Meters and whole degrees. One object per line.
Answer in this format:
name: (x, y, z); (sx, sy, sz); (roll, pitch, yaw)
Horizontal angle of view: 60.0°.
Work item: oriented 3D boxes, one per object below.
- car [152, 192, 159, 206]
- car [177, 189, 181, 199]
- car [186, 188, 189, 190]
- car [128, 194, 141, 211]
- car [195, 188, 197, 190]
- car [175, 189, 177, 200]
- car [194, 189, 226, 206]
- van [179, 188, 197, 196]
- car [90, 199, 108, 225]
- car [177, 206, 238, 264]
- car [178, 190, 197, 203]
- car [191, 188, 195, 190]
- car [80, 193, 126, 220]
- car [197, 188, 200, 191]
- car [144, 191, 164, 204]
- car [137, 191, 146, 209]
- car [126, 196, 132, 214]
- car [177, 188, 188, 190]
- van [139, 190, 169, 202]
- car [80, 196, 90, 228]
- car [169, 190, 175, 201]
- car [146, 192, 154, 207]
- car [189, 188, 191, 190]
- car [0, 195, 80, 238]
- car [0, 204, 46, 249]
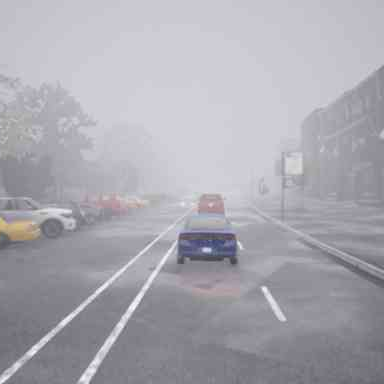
car: (-6.918, 1.092, 40.219); (5.008, 1.535, 2.097); (-1, 2, -15)
car: (-5.075, 0.700, 57.946); (5.008, 1.535, 2.097); (-1, 1, -14)
car: (-3.584, 0.331, 69.739); (4.553, 1.767, 2.185); (-1, 1, -13)
car: (-7.686, 1.292, 31.342); (5.008, 1.535, 2.097); (-1, 1, -16)
car: (-1.961, 0.268, 81.506); (4.674, 1.452, 2.002); (-1, 1, -12)
car: (-5.386, 0.638, 54.996); (4.553, 1.767, 2.185); (-1, 1, -14)
car: (1.686, 1.090, 28.681); (2.150, 2.045, 5.566); (0, 1, 5)
van: (-0.951, -0.109, 87.399); (4.442, 1.987, 1.878); (-1, 1, -11)
car: (-8.378, 1.471, 22.434); (4.792, 1.488, 2.163); (-1, 1, -16)
car: (0.581, 1.506, 12.058); (1.882, 1.535, 5.008); (0, 0, 4)
car: (-0.522, 0.881, 51.404); (1.812, 1.442, 4.674); (0, 1, 6)
car: (-2.843, 0.090, 75.612); (5.566, 2.045, 2.435); (-1, 1, -12)
car: (-8.173, 1.151, 25.398); (5.566, 2.045, 2.435); (-1, 1, -16)
car: (-1.335, 0.167, 84.480); (5.366, 1.575, 1.946); (-1, 1, -11)
car: (-6.655, 1.026, 43.184); (5.008, 1.535, 2.097); (-1, 1, -15)
car: (-7.478, 1.101, 34.298); (4.553, 1.767, 2.185); (-1, 1, -15)
car: (-7.931, 1.353, 28.383); (4.892, 1.521, 2.231); (-1, 1, -16)
car: (-4.008, 0.517, 66.799); (4.892, 1.521, 2.231); (-1, 1, -13)
van: (-6.172, 0.670, 49.051); (4.442, 1.987, 1.878); (-1, 2, -14)
car: (-8.519, 1.344, 19.486); (4.553, 1.767, 2.185); (-1, 1, -17)
car: (-5.751, 0.828, 52.048); (5.008, 1.535, 2.097); (-1, 1, -14)
car: (-7.371, 1.160, 37.213); (5.366, 1.575, 1.946); (-1, 2, -15)
car: (-3.222, 0.438, 72.688); (4.674, 1.452, 2.002); (-1, 1, -12)
car: (-8.707, 1.238, 16.521); (5.566, 2.045, 2.435); (-1, 0, -17)
car: (-9.079, 1.497, 13.473); (5.366, 1.575, 1.946); (-1, 0, -17)
